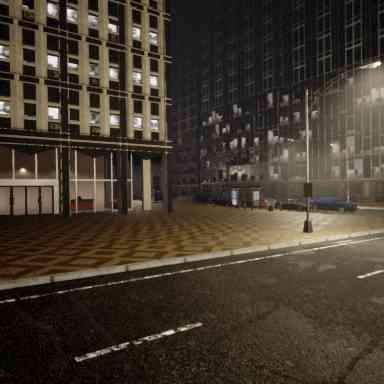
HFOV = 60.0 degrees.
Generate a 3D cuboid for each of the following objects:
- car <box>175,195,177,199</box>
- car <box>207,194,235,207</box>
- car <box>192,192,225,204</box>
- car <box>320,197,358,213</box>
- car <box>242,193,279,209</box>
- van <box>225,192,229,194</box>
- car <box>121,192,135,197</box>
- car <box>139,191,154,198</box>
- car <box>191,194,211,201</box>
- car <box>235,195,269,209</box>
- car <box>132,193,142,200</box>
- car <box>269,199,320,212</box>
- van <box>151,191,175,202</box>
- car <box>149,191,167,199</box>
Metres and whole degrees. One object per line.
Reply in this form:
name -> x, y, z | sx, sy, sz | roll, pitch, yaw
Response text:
car -> -4.769, 0.936, 72.908 | 1.802, 1.307, 4.206 | 0, 1, -35
car -> 4.406, 1.319, 44.724 | 1.947, 1.339, 4.313 | 0, 1, -35
car -> 2.464, 0.996, 52.209 | 2.097, 1.767, 4.553 | -1, 1, -34
car -> 14.588, 1.317, 34.585 | 1.882, 1.535, 5.008 | -1, 1, -35
car -> 8.790, 1.099, 43.003 | 2.097, 1.767, 4.553 | -1, 1, -34
van -> 4.903, 0.855, 58.863 | 1.690, 1.788, 3.998 | 0, 1, -35
car -> -17.665, 0.689, 91.629 | 2.008, 1.369, 4.403 | 0, 1, -35
car -> -11.217, 0.686, 82.267 | 1.967, 1.590, 4.097 | 0, 1, -35
car -> 1.680, 1.043, 63.547 | 1.802, 1.307, 4.206 | 0, 1, -35
car -> 7.582, 1.388, 40.011 | 1.802, 1.307, 4.206 | 0, 1, -35
car -> -11.670, 1.040, 68.155 | 2.008, 1.369, 4.403 | 0, 1, -35
car -> 10.792, 1.424, 35.318 | 1.947, 1.339, 4.313 | 0, 1, -35
van -> -5.221, 0.937, 58.792 | 1.690, 1.788, 3.998 | 0, 1, -35
car -> -7.993, 0.615, 77.585 | 2.192, 1.841, 5.009 | 0, 1, -35
